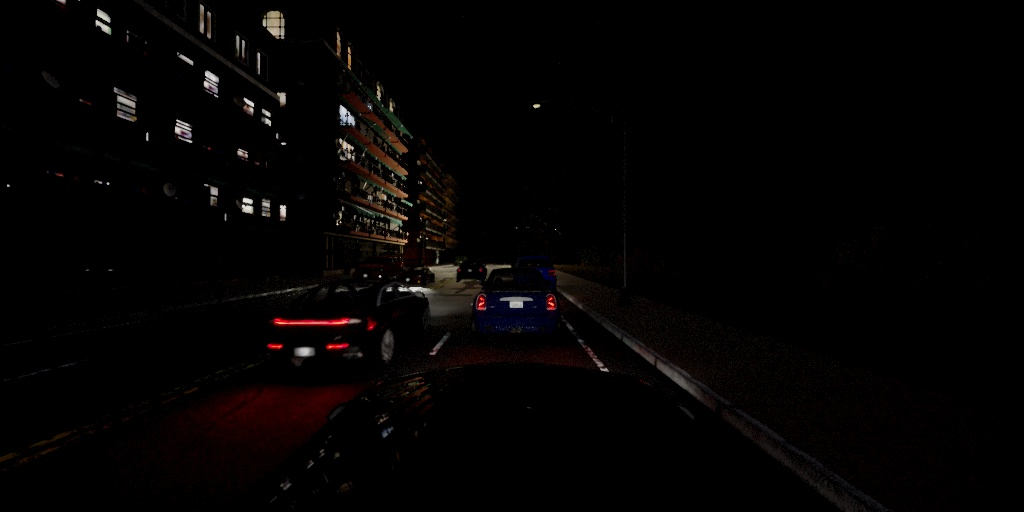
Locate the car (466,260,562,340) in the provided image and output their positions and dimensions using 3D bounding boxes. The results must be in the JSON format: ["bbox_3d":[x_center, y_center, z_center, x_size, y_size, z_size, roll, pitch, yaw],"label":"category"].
[{"bbox_3d":[0.098,1.103,10.122,2.097,1.767,4.553,0,0,0],"label":"car"}]

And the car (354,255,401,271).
[{"bbox_3d":[-9.849,0.973,26.849,2.150,2.045,5.566,0,0,0],"label":"car"}]

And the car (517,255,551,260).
[{"bbox_3d":[1.137,0.977,19.697,2.150,2.045,5.566,0,0,0],"label":"car"}]

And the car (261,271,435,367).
[{"bbox_3d":[-3.151,1.241,7.869,2.128,1.511,4.902,0,0,0],"label":"car"}]

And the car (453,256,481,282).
[{"bbox_3d":[-3.149,1.103,28.931,2.097,1.767,4.553,0,0,0],"label":"car"}]

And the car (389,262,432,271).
[{"bbox_3d":[-6.600,1.316,24.671,1.994,1.385,4.181,0,0,0],"label":"car"}]
